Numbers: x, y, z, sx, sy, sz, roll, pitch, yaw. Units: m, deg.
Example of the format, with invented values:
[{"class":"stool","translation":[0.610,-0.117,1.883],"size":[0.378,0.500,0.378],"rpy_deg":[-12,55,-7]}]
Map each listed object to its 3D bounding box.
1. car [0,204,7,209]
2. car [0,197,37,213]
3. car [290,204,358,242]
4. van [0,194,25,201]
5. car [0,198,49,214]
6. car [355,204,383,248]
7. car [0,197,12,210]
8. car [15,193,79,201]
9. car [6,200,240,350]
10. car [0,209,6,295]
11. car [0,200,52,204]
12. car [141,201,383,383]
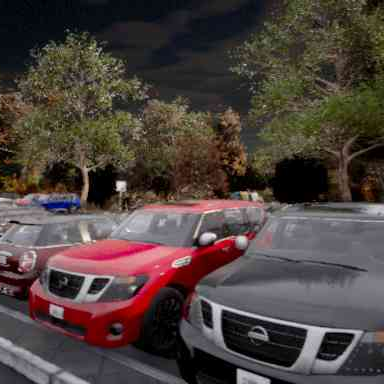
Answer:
[{"class":"car","translation":[-4.751,1.335,9.871],"size":[2.185,1.767,4.553],"rpy_deg":[0,0,35]},{"class":"car","translation":[-20.152,1.417,36.905],"size":[2.097,1.535,5.008],"rpy_deg":[0,0,35]},{"class":"car","translation":[7.117,1.473,17.526],"size":[2.231,1.521,4.892],"rpy_deg":[0,0,35]},{"class":"van","translation":[-9.369,1.225,13.050],"size":[1.878,1.987,4.442],"rpy_deg":[0,0,35]},{"class":"car","translation":[-17.982,1.457,35.365],"size":[2.002,1.452,4.674],"rpy_deg":[0,0,35]},{"class":"car","translation":[9.269,1.473,15.761],"size":[1.946,1.575,5.366],"rpy_deg":[0,0,35]},{"class":"car","translation":[-24.671,1.448,40.161],"size":[2.163,1.488,4.792],"rpy_deg":[0,0,35]},{"class":"car","translation":[-13.458,1.174,32.116],"size":[2.435,2.045,5.566],"rpy_deg":[0,0,35]},{"class":"car","translation":[-0.180,1.220,6.624],"size":[2.435,2.045,5.566],"rpy_deg":[0,0,35]},{"class":"car","translation":[-2.466,1.340,8.246],"size":[2.185,1.767,4.553],"rpy_deg":[0,0,35]},{"class":"car","translation":[-6.999,1.330,11.546],"size":[2.185,1.767,4.553],"rpy_deg":[0,0,35]},{"class":"car","translation":[2.104,1.225,4.999],"size":[2.435,2.045,5.566],"rpy_deg":[0,0,35]}]
